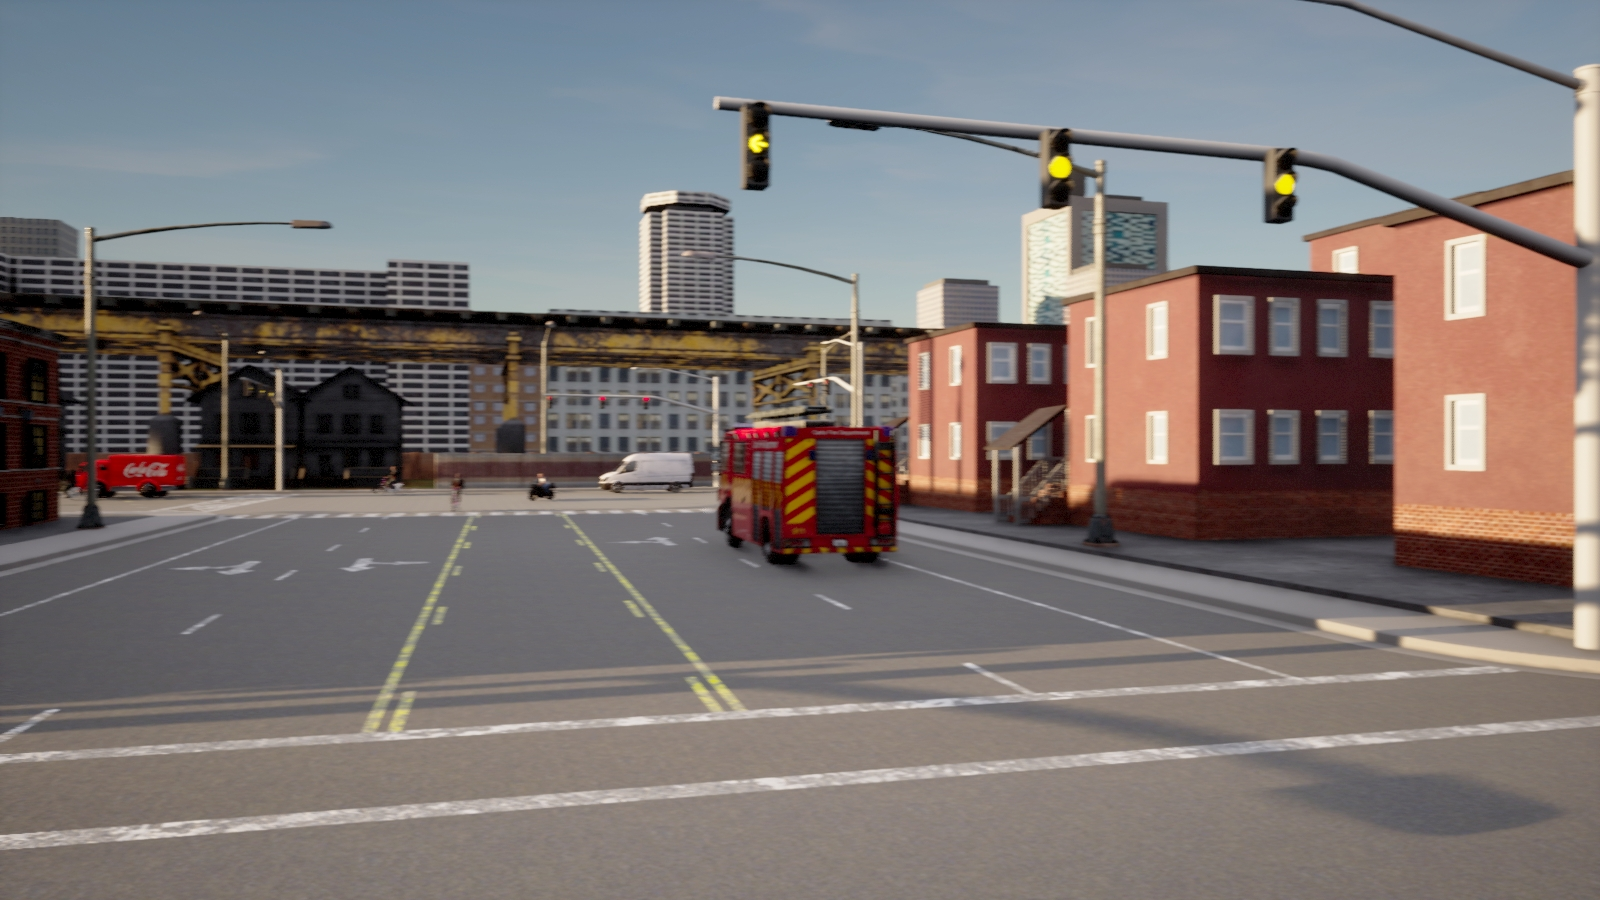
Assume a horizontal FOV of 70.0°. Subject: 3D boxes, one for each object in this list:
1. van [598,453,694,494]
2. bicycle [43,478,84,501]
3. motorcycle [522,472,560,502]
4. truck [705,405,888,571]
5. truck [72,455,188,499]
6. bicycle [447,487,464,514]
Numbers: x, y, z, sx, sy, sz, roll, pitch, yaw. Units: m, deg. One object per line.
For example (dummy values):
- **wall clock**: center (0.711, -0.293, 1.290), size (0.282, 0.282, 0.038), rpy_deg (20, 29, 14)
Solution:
- **van**: center (-9.821, 1.486, 72.822), size (5.915, 2.561, 1.988), rpy_deg (0, 0, -15)
- **bicycle**: center (-39.652, 2.123, 61.496), size (1.835, 1.251, 0.329), rpy_deg (0, 0, -14)
- **motorcycle**: center (-13.899, 1.991, 61.322), size (0.803, 1.505, 2.033), rpy_deg (2, 1, 29)
- **truck**: center (-0.394, 0.870, 30.717), size (2.891, 3.827, 8.468), rpy_deg (0, 0, -15)
- **truck**: center (-38.313, 1.518, 65.463), size (5.204, 2.467, 2.627), rpy_deg (0, 0, -14)
- **bicycle**: center (-15.043, 2.198, 49.876), size (0.329, 1.126, 1.835), rpy_deg (2, 0, -6)
